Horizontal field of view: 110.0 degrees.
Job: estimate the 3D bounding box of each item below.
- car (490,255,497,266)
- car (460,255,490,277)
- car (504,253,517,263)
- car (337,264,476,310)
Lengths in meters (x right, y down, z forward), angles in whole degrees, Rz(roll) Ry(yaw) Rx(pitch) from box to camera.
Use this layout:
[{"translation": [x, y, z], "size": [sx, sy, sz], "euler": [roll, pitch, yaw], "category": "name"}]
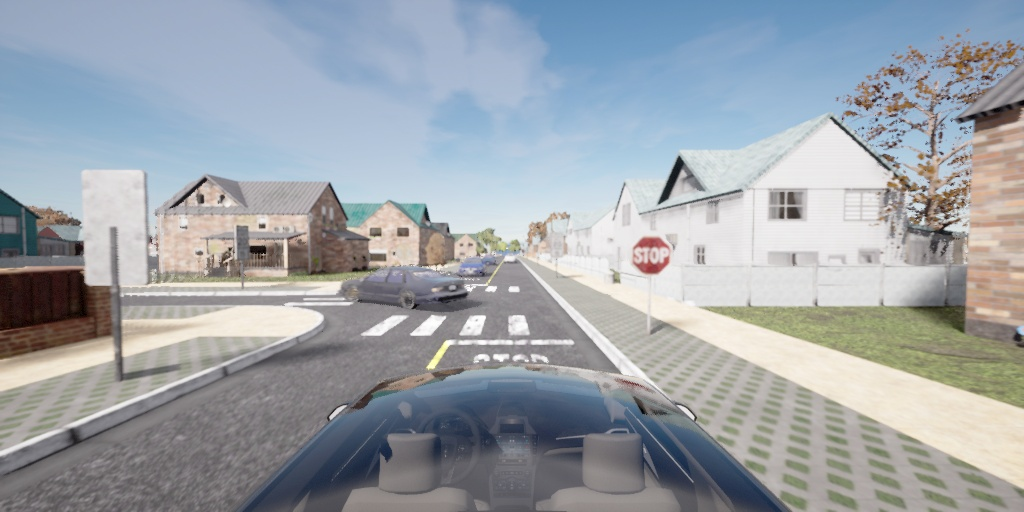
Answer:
[{"translation": [-3.055, 0.533, 48.286], "size": [2.033, 1.411, 5.357], "euler": [0, 1, 0], "category": "car"}, {"translation": [-2.976, 0.827, 27.946], "size": [1.812, 1.442, 4.674], "euler": [0, 1, 0], "category": "car"}, {"translation": [-0.271, 0.399, 56.170], "size": [1.812, 1.442, 4.674], "euler": [0, 1, 0], "category": "car"}, {"translation": [-4.198, 1.097, 13.479], "size": [5.357, 1.411, 2.033], "euler": [1, 1, 31], "category": "car"}]
